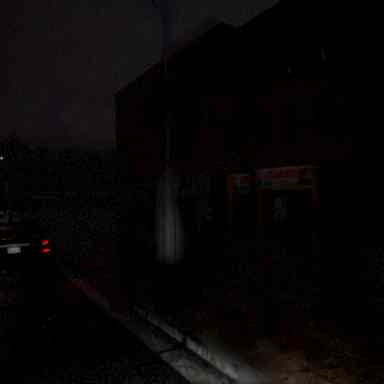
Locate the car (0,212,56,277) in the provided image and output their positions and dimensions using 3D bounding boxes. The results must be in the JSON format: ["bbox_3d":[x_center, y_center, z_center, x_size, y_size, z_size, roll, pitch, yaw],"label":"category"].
[{"bbox_3d":[-5.764,1.560,10.390,2.097,1.767,4.553,-1,0,-33],"label":"car"}]
